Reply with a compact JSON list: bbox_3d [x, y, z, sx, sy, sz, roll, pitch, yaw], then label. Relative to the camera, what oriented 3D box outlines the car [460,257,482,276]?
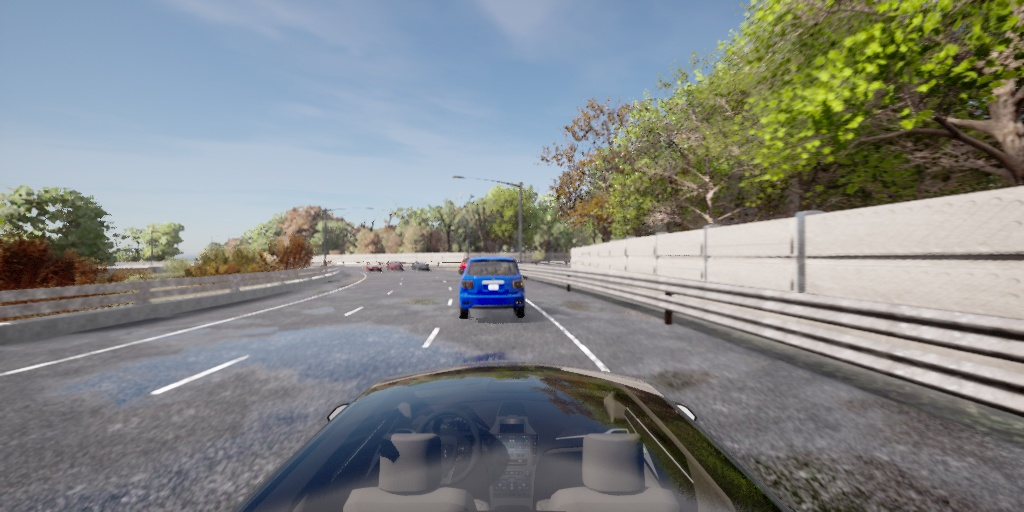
[{"bbox_3d":[-4.872,1.215,42.956,2.150,2.045,5.566,-1,0,-2],"label":"car"}]

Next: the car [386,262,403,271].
[{"bbox_3d":[-18.363,1.649,56.087,1.812,1.442,4.674,0,0,-30],"label":"car"}]

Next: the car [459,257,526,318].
[{"bbox_3d":[-0.806,1.041,13.533,2.150,2.045,5.566,0,0,-5],"label":"car"}]

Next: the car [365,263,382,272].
[{"bbox_3d":[-20.514,1.716,52.904,1.895,1.301,4.718,0,0,-29],"label":"car"}]

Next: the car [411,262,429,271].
[{"bbox_3d":[-14.451,1.671,56.265,1.994,1.385,4.181,0,0,-30],"label":"car"}]
